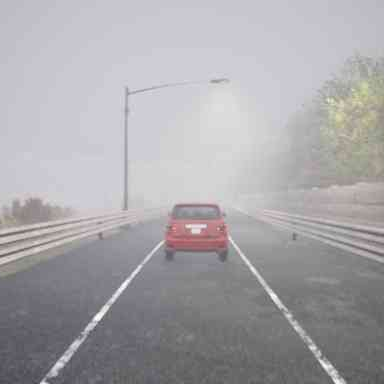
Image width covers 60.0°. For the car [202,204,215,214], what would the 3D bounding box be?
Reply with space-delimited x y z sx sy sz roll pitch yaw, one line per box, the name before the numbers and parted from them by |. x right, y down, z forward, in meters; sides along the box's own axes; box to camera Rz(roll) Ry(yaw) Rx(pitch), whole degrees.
car | 2.639 2.616 52.430 1.812 1.442 4.674 0 -2 4

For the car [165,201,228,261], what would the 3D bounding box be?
car | 0.201 1.390 13.171 2.150 2.045 5.566 0 -1 2
